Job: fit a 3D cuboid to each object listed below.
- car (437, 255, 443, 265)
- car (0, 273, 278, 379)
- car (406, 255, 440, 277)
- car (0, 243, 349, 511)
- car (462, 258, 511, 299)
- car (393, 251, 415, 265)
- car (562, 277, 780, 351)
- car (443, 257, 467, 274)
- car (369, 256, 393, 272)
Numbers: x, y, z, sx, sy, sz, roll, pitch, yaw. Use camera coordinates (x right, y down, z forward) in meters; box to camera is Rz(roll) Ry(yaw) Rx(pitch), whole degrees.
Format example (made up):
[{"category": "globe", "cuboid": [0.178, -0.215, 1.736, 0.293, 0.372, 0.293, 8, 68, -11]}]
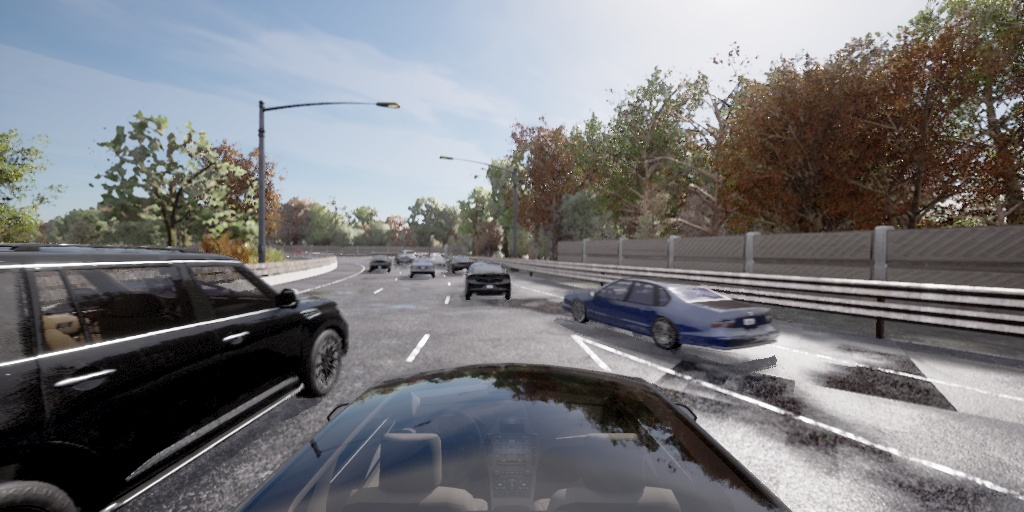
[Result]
[{"category": "car", "cuboid": [-9.910, 0.622, 46.626, 1.812, 1.442, 4.674, 0, 1, -23]}, {"category": "car", "cuboid": [-7.276, 1.180, 7.662, 1.994, 1.385, 4.181, 0, 1, -3]}, {"category": "car", "cuboid": [-7.129, 0.900, 28.459, 2.033, 1.411, 5.357, 0, 1, -15]}, {"category": "car", "cuboid": [-3.522, 0.926, 3.098, 2.150, 2.045, 5.566, 0, 1, -1]}, {"category": "car", "cuboid": [-1.223, 1.033, 16.556, 1.882, 1.535, 5.008, 0, 1, -8]}, {"category": "car", "cuboid": [-15.375, 0.495, 50.126, 2.128, 1.511, 4.902, 0, 1, -26]}, {"category": "car", "cuboid": [3.395, 1.240, 8.996, 2.033, 1.411, 5.357, 0, 1, -25]}, {"category": "car", "cuboid": [-4.836, 0.822, 32.927, 1.837, 1.490, 4.892, 0, 1, -17]}, {"category": "car", "cuboid": [-12.670, 0.730, 34.550, 1.837, 1.490, 4.892, 1, 1, -18]}]
